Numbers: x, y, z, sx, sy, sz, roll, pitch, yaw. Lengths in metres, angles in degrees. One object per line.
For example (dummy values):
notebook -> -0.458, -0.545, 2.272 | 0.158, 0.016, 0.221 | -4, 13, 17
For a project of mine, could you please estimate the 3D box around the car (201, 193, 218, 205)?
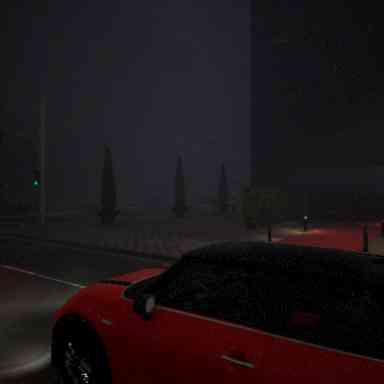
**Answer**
car -> 3.754, 1.222, 58.859 | 2.150, 2.045, 5.566 | 0, 0, 36

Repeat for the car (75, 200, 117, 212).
car -> -11.095, 1.600, 38.460 | 1.895, 1.301, 4.718 | 0, 0, 36

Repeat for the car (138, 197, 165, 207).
car -> -6.168, 1.490, 51.224 | 2.128, 1.511, 4.902 | 0, 0, 36

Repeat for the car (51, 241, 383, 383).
car -> 0.479, 1.353, 3.651 | 4.553, 1.767, 2.097 | 0, 0, 36

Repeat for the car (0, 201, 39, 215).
car -> -18.307, 1.600, 34.463 | 1.895, 1.301, 4.718 | 0, 0, 36
